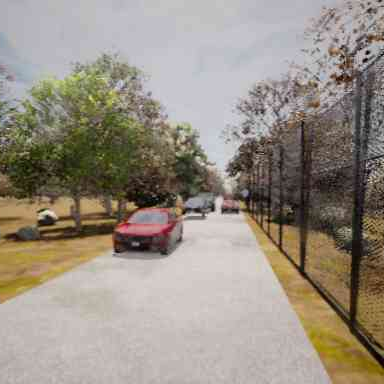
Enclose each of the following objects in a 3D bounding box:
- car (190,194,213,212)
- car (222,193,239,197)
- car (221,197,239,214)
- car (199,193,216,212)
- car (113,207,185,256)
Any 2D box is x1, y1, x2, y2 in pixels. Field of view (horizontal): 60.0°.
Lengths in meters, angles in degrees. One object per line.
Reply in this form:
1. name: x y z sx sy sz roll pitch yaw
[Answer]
1. car: 0.334 1.148 27.681 2.033 1.411 5.357 2 0 7
2. car: 5.464 1.182 47.501 2.150 2.045 5.566 2 1 7
3. car: 4.086 1.569 35.635 1.895 1.301 4.718 2 0 7
4. car: 1.556 1.105 38.135 2.150 2.045 5.566 2 0 7
5. car: -1.496 1.377 12.992 1.882 1.535 5.008 2 0 7
